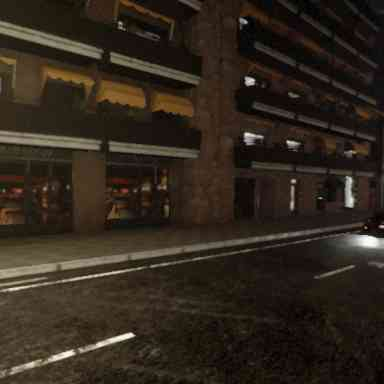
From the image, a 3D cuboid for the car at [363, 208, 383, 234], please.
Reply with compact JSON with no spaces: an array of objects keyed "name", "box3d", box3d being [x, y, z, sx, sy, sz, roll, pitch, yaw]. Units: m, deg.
[{"name":"car","box3d":[10.385,1.440,16.890,4.181,1.385,1.994,0,2,-42]}]
